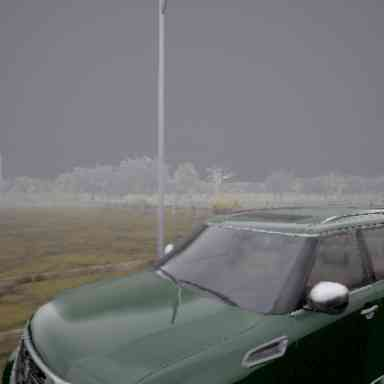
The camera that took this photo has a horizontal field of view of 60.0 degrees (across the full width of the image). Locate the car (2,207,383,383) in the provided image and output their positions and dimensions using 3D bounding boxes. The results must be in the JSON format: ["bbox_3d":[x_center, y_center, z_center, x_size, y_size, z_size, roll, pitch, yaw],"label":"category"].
[{"bbox_3d":[1.027,1.234,3.807,5.566,2.045,2.150,0,0,-36],"label":"car"}]
